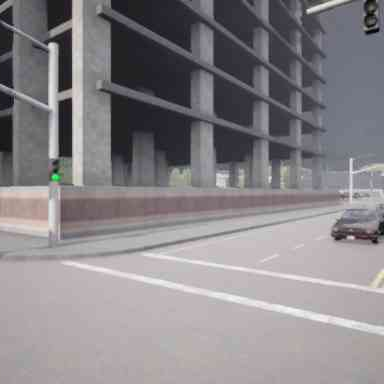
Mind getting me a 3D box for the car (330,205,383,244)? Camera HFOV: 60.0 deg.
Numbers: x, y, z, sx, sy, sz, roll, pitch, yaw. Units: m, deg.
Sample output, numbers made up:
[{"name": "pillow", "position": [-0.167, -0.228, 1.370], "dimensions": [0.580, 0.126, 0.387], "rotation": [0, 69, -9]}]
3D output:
[{"name": "car", "position": [8.318, 1.548, 16.259], "dimensions": [2.033, 1.411, 5.357], "rotation": [0, 0, 36]}]
